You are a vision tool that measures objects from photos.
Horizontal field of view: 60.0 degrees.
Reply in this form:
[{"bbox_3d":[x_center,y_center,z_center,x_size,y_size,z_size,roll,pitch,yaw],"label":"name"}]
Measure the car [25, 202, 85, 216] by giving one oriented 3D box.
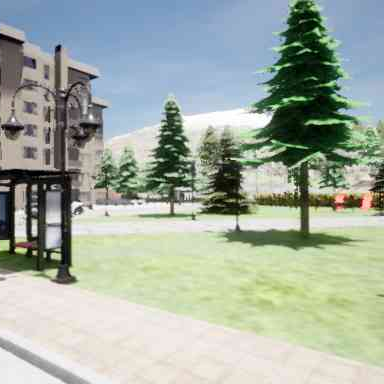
[{"bbox_3d":[-13.053,1.404,31.999,2.150,2.045,5.566,0,0,36],"label":"car"}]
